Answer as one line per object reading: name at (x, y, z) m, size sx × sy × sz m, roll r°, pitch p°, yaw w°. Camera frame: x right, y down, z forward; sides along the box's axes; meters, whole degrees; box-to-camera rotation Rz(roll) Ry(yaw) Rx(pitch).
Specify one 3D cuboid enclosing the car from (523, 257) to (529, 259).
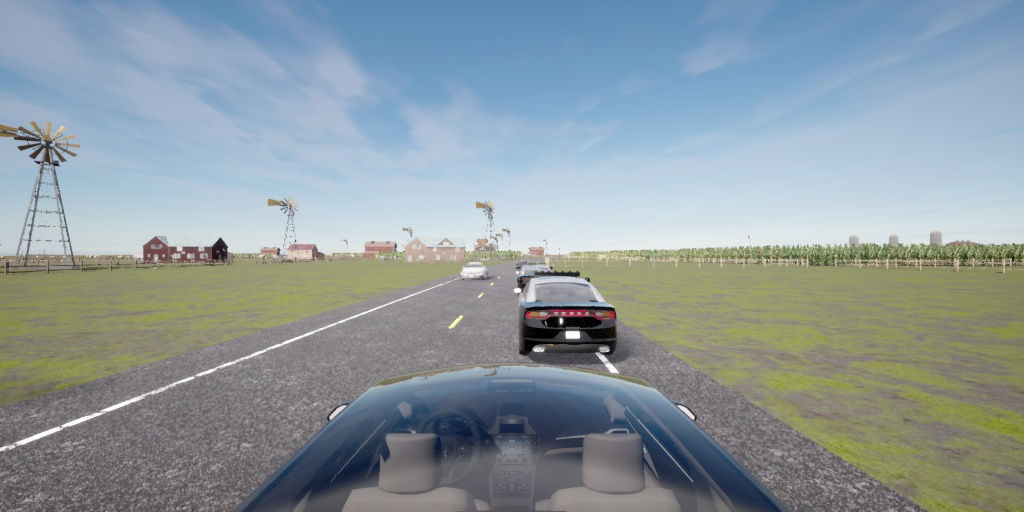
car at (1.606, 1.209, 53.957) m, size 2.128 × 1.511 × 4.902 m, roll 0°, pitch 0°, yaw 4°

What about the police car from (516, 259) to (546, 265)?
police car at (1.230, 1.173, 18.820) m, size 1.930 × 1.638 × 5.238 m, roll 0°, pitch 0°, yaw 1°

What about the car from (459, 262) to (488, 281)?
car at (-3.107, 1.268, 30.328) m, size 1.812 × 1.442 × 4.674 m, roll 0°, pitch 0°, yaw 2°

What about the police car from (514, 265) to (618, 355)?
police car at (1.086, 1.176, 8.850) m, size 1.930 × 1.638 × 5.238 m, roll 0°, pitch 0°, yaw 1°
